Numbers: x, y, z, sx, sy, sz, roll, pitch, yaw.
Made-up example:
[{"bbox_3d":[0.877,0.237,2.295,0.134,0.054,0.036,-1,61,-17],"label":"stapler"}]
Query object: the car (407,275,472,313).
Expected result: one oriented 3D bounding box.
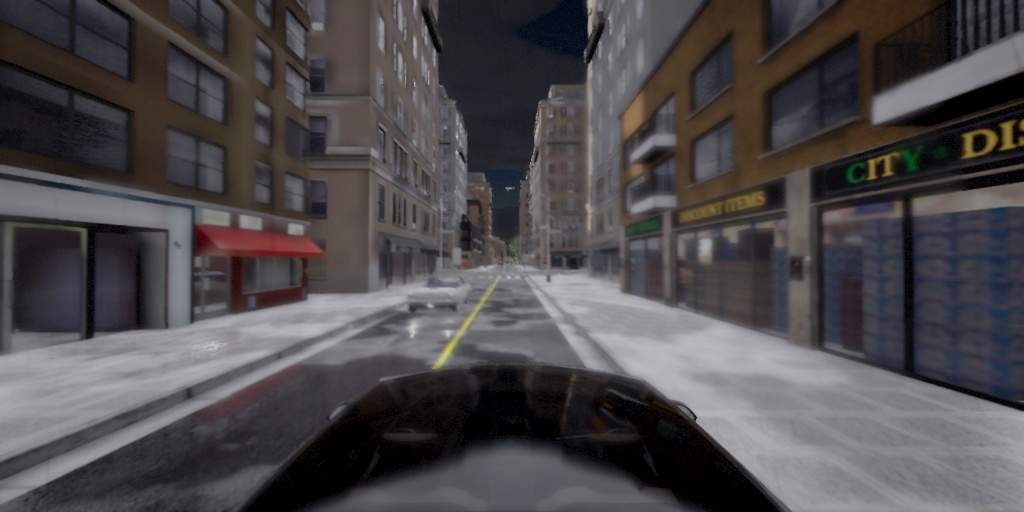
[{"bbox_3d":[-2.849,1.493,14.870,1.895,1.301,4.718,0,-1,0],"label":"car"}]
